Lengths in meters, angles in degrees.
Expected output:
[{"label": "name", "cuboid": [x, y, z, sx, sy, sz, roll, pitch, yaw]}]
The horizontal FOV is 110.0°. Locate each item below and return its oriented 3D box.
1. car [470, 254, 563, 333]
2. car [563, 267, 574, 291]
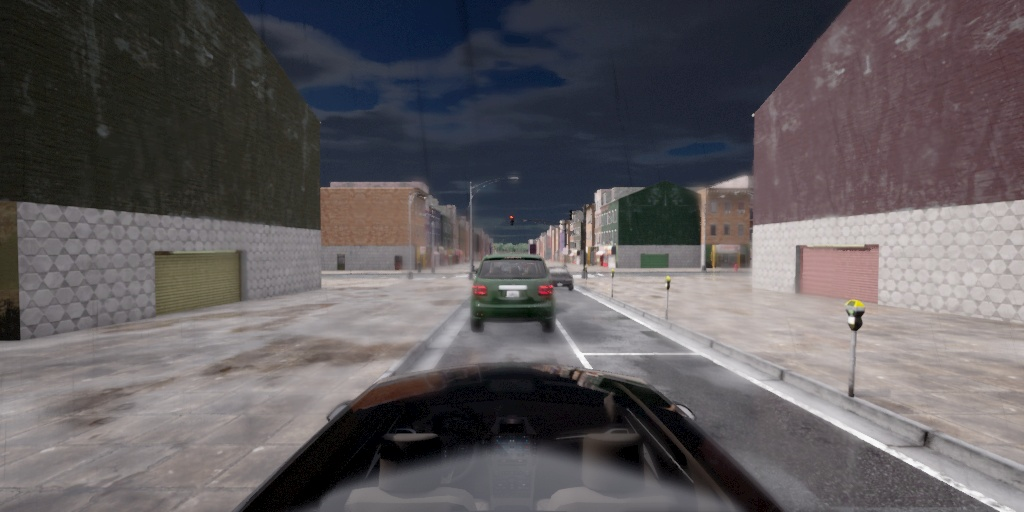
[{"label": "car", "cuboid": [0.029, 0.967, 10.905, 2.150, 2.045, 5.566, 0, 0, 0]}, {"label": "car", "cuboid": [2.594, 1.293, 21.320, 2.007, 1.370, 4.403, 0, 0, 0]}]
